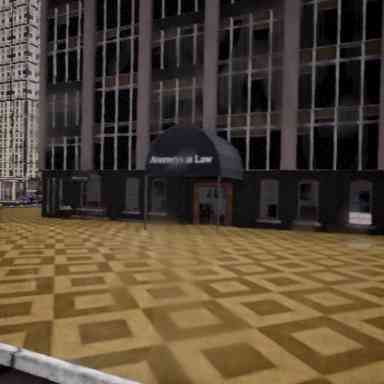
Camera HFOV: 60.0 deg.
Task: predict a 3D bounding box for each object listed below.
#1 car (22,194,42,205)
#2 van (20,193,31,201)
[{"bbox_3d":[-24.306,1.449,53.285,1.947,1.339,4.313,1,0,23],"label":"car"},{"bbox_3d":[-29.763,1.030,61.787,1.690,1.788,3.998,1,0,23],"label":"van"}]
